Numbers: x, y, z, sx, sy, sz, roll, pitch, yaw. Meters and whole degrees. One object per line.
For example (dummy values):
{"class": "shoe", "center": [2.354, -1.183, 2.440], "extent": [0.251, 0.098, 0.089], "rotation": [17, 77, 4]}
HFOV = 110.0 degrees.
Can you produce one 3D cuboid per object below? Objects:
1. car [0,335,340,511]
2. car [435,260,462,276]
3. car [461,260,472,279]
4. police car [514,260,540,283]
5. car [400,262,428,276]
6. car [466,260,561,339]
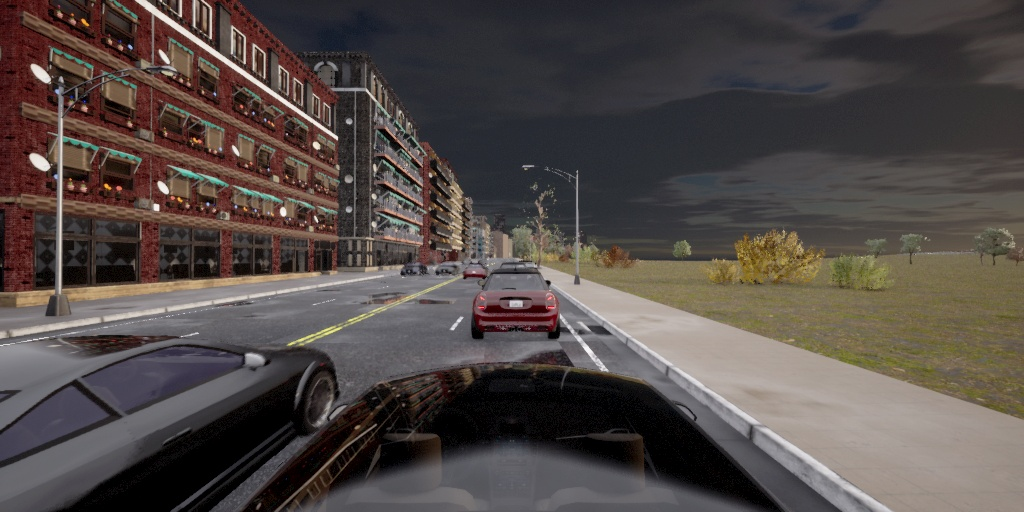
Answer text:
{"class": "car", "center": [-3.154, 1.313, 2.820], "extent": [1.994, 1.385, 4.181], "rotation": [0, 0, 0]}
{"class": "car", "center": [-6.645, 1.319, 37.289], "extent": [1.994, 1.385, 4.181], "rotation": [0, 0, 0]}
{"class": "car", "center": [-3.187, 1.319, 32.151], "extent": [1.994, 1.385, 4.181], "rotation": [0, 0, 0]}
{"class": "police car", "center": [1.103, 1.180, 29.504], "extent": [1.930, 1.638, 5.238], "rotation": [0, 0, 0]}
{"class": "car", "center": [-9.894, 1.319, 36.461], "extent": [1.994, 1.385, 4.181], "rotation": [0, 0, 0]}
{"class": "car", "center": [0.082, 1.104, 10.236], "extent": [2.097, 1.767, 4.553], "rotation": [0, 0, 0]}
